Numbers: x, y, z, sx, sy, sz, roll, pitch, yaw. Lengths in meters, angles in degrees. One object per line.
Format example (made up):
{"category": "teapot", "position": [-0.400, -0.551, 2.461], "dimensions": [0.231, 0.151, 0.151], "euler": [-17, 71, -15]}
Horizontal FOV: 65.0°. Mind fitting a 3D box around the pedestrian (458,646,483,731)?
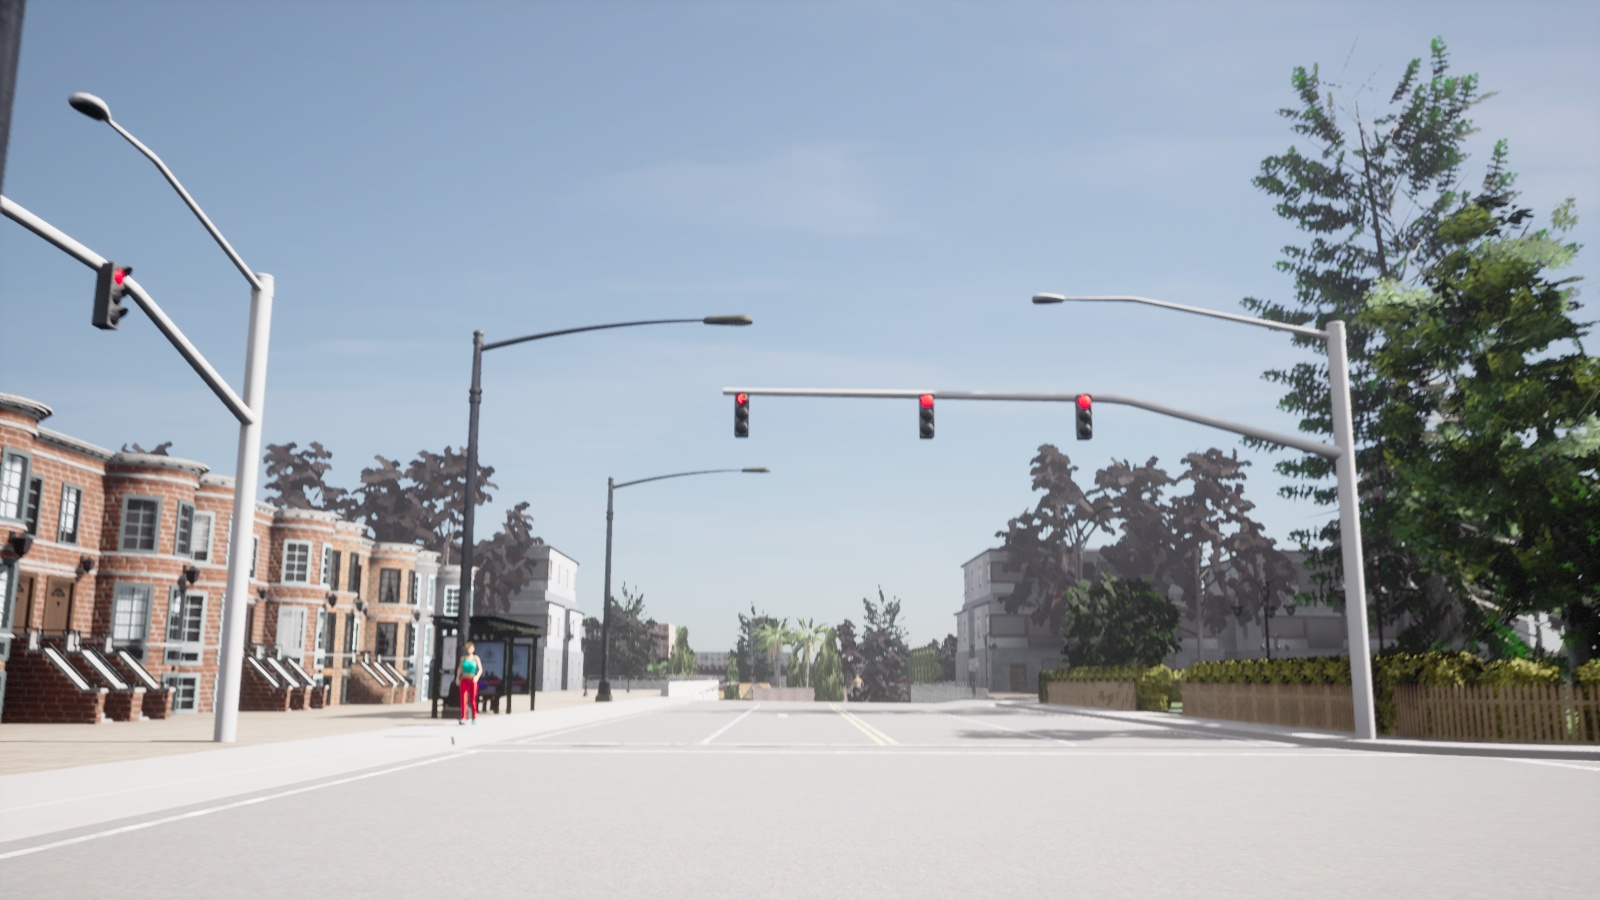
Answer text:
{"category": "pedestrian", "position": [-7.333, 5.304, 27.994], "dimensions": [0.345, 1.836, 0.594], "euler": [0, -11, -2]}
